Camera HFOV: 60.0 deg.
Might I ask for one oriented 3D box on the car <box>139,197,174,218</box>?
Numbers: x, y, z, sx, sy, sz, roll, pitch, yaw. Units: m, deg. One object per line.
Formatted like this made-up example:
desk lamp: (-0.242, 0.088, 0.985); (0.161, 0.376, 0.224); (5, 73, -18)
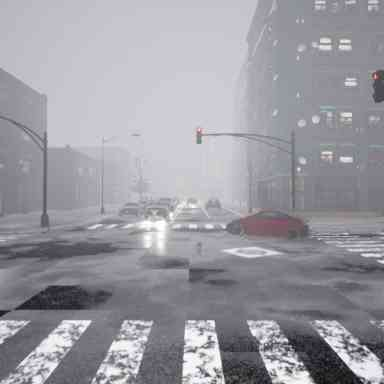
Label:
car: (-3.092, 1.499, 29.905); (2.128, 1.511, 4.902); (0, 0, 0)

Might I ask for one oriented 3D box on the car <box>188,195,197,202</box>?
car: (0.013, 1.374, 69.852); (1.812, 1.442, 4.674); (0, 0, 0)

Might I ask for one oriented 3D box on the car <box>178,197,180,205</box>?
car: (-3.083, 1.537, 47.919); (1.812, 1.442, 4.674); (0, 0, 0)

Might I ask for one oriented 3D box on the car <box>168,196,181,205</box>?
car: (-3.042, 1.492, 58.345); (1.882, 1.535, 5.008); (0, 0, 1)

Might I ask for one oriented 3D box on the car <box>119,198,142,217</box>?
car: (-5.747, 1.552, 31.757); (1.887, 1.381, 4.507); (1, 0, 0)

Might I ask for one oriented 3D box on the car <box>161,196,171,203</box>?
car: (-5.664, 1.600, 71.559); (1.802, 1.307, 4.206); (1, 0, 0)

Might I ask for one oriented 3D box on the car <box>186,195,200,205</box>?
car: (0.011, 1.492, 59.426); (1.882, 1.535, 5.008); (0, 0, 0)

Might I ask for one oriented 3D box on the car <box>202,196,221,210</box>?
car: (2.714, 1.450, 43.185); (1.967, 1.590, 4.097); (1, 0, 0)

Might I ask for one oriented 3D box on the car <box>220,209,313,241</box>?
car: (3.889, 1.581, 16.811); (4.181, 1.385, 1.994); (0, 0, 28)

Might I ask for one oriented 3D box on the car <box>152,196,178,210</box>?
car: (-3.089, 1.361, 38.924); (2.097, 1.767, 4.553); (0, 0, 0)
